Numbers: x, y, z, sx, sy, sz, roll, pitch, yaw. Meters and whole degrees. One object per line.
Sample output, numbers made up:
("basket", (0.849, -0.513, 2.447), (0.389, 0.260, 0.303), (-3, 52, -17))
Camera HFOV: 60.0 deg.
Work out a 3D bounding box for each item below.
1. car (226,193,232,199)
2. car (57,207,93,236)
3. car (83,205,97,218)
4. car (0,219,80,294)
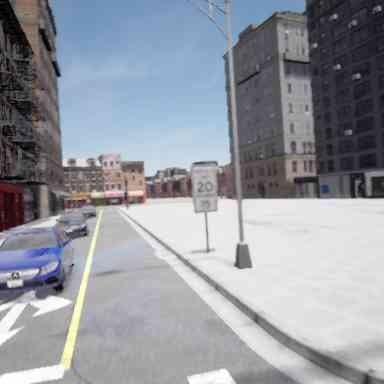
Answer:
("car", (10.379, 0.860, 78.569), (4.902, 1.511, 2.128), (-3, 0, -24))
("car", (-7.450, 1.965, 20.922), (1.812, 1.442, 4.674), (-3, 0, -14))
("car", (-12.217, 2.286, 39.375), (2.033, 1.411, 5.357), (-3, 0, -14))
("car", (-4.468, 1.786, 9.543), (1.812, 1.442, 4.674), (-3, 0, -15))
